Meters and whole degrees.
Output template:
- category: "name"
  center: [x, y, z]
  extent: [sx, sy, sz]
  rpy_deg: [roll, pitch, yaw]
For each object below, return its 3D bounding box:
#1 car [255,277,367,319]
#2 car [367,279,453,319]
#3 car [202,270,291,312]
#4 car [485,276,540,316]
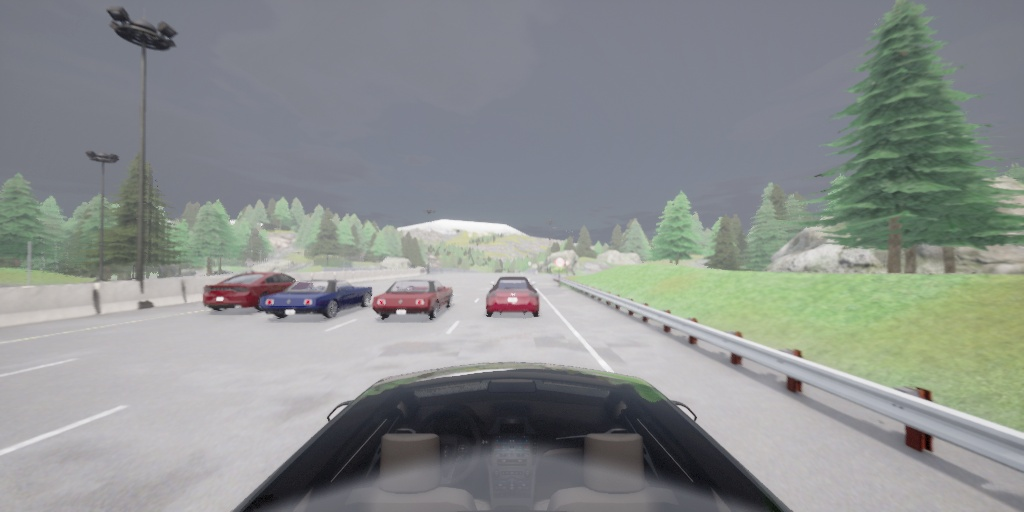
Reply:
- category: "car"
  center: [-6.967, 1.515, 13.524]
  extent: [1.895, 1.301, 4.718]
  rpy_deg: [0, -1, 1]
- category: "car"
  center: [-3.467, 1.516, 13.523]
  extent: [1.895, 1.301, 4.718]
  rpy_deg: [0, -1, 1]
- category: "car"
  center: [-10.449, 1.414, 15.329]
  extent: [1.882, 1.535, 5.008]
  rpy_deg: [0, 0, 0]
- category: "car"
  center: [0.041, 1.491, 14.280]
  extent: [1.994, 1.385, 4.181]
  rpy_deg: [0, -1, 1]
